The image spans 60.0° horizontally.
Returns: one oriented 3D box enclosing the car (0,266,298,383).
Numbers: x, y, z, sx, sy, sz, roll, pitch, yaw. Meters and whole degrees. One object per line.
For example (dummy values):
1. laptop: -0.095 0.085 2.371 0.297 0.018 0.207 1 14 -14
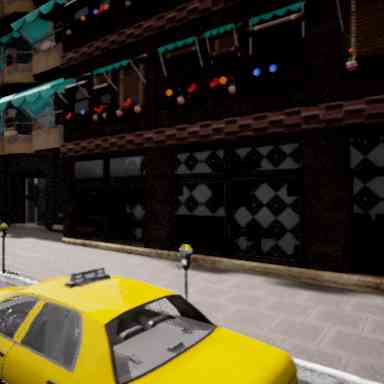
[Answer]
1. car: -1.319 1.510 3.667 4.829 1.417 1.752 0 0 35
